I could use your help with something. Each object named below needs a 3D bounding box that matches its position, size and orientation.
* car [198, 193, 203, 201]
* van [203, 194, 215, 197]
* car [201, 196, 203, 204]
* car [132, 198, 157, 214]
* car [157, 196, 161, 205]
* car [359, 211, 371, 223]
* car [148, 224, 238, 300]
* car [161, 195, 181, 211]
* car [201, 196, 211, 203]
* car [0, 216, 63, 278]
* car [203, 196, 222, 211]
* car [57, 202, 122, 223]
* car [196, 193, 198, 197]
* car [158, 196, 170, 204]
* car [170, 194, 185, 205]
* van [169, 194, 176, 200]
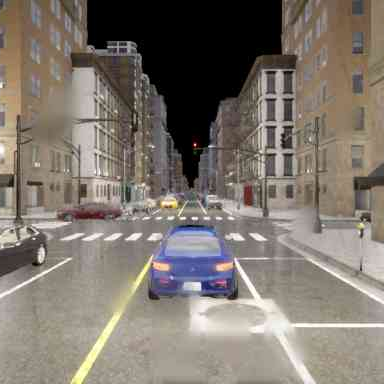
[{"bbox_3d":[2.800,1.307,62.696,2.192,1.841,5.009,0,0,0],"label":"car"},{"bbox_3d":[2.756,1.335,46.477,1.690,1.788,3.998,0,0,0],"label":"van"},{"bbox_3d":[2.770,1.575,51.883,1.802,1.307,4.206,0,0,0],"label":"car"},{"bbox_3d":[-5.301,1.546,35.683,2.008,1.369,4.403,0,0,0],"label":"car"},{"bbox_3d":[-5.294,1.520,40.920,1.752,1.417,4.829,0,0,0],"label":"car"},{"bbox_3d":[15.127,1.636,23.996,5.357,1.411,2.033,0,0,0],"label":"car"},{"bbox_3d":[0.039,1.525,8.247,1.812,1.442,4.674,0,0,1],"label":"car"},{"bbox_3d":[-2.744,1.472,41.234,1.882,1.535,5.008,0,0,0],"label":"car"},{"bbox_3d":[2.814,1.557,68.102,1.947,1.339,4.313,0,0,0],"label":"car"},{"bbox_3d":[-5.365,1.550,8.808,2.008,1.369,4.403,0,0,0],"label":"car"},{"bbox_3d":[2.741,1.545,41.071,2.008,1.369,4.403,0,0,0],"label":"car"},{"bbox_3d":[-7.654,1.504,25.021,4.674,1.442,1.812,1,1,-20],"label":"car"},{"bbox_3d":[2.888,1.533,95.133,1.887,1.381,4.507,0,0,0],"label":"car"},{"bbox_3d":[-5.261,1.517,62.544,1.752,1.417,4.829,0,0,0],"label":"car"},{"bbox_3d":[-2.694,1.557,57.314,1.994,1.385,4.181,0,0,0],"label":"car"},{"bbox_3d":[-5.219,1.330,89.745,1.690,1.788,3.998,0,0,0],"label":"van"}]
